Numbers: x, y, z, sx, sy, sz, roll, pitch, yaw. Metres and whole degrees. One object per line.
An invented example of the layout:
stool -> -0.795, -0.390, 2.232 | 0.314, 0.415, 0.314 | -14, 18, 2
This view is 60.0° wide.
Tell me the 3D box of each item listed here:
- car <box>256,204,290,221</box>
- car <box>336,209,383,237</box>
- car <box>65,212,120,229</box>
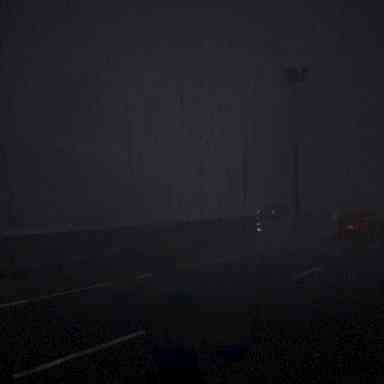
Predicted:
car -> 8.525, 2.051, 34.951 | 2.097, 1.767, 4.553 | -2, -2, 37
car -> 10.409, 1.782, 20.314 | 1.882, 1.535, 5.008 | -2, -2, 41
car -> -9.012, 2.531, 30.226 | 1.895, 1.301, 4.718 | -2, -2, 42
